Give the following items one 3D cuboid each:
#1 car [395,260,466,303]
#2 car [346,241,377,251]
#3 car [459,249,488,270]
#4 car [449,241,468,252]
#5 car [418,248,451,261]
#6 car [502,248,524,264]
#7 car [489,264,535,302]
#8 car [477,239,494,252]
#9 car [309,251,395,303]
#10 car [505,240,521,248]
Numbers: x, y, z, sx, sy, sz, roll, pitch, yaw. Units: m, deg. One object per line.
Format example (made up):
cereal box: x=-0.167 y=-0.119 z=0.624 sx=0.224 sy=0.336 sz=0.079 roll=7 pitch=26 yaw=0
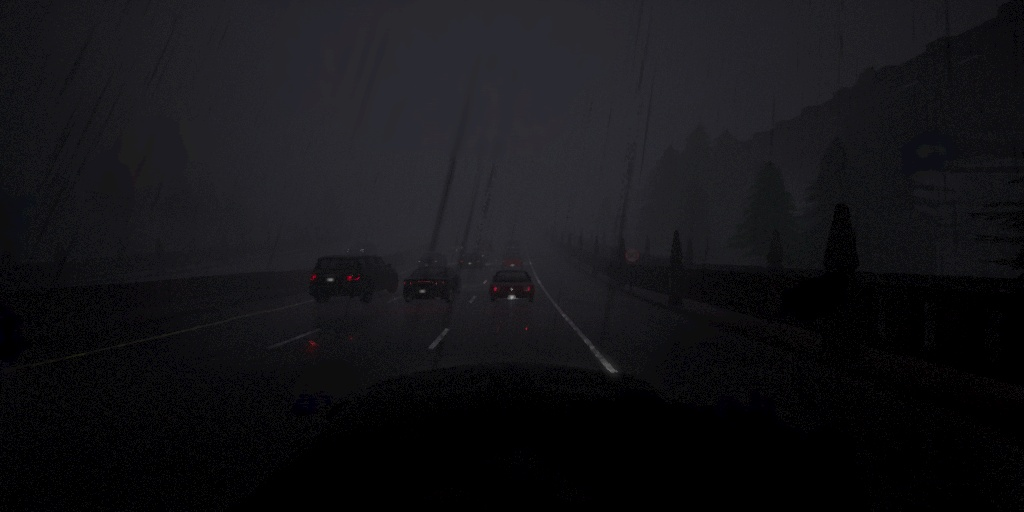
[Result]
car: x=-3.502 y=1.163 z=16.482 sx=1.882 sy=1.535 sz=5.008 roll=0 pitch=1 yaw=0
car: x=-17.395 y=-0.833 z=41.574 sx=2.097 sy=1.767 sz=4.553 roll=0 pitch=7 yaw=0
car: x=-3.448 y=0.410 z=31.417 sx=1.994 sy=1.385 sz=4.181 roll=0 pitch=5 yaw=0
car: x=-6.866 y=-1.280 z=46.649 sx=1.895 sy=1.301 sz=4.718 roll=0 pitch=7 yaw=0
car: x=-6.948 y=0.375 z=31.432 sx=1.812 sy=1.442 sz=4.674 roll=0 pitch=5 yaw=0
car: x=0.052 y=0.364 z=31.394 sx=1.812 sy=1.442 sz=4.674 roll=0 pitch=5 yaw=0
car: x=-0.001 y=1.290 z=16.515 sx=1.895 sy=1.301 sz=4.718 roll=0 pitch=1 yaw=0
car: x=-3.367 y=-1.412 z=46.583 sx=1.882 sy=1.535 sz=5.008 roll=0 pitch=7 yaw=0
car: x=-7.001 y=0.936 z=16.508 sx=2.150 sy=2.045 sz=5.566 roll=0 pitch=1 yaw=0
car: x=0.133 y=-1.339 z=46.574 sx=2.033 sy=1.411 sz=5.357 roll=0 pitch=7 yaw=0
